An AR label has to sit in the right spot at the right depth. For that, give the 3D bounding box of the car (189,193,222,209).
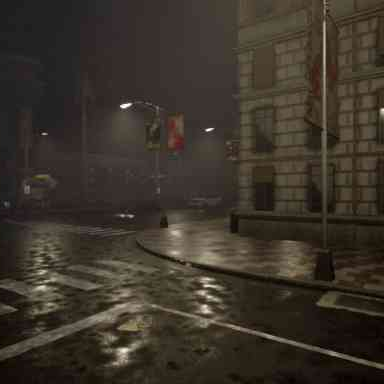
[{"bbox_3d":[1.961,1.223,45.120,2.150,2.045,5.566,0,0,37],"label":"car"}]

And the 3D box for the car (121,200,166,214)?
[{"bbox_3d":[-5.063,1.547,35.667,2.033,1.411,5.357,0,0,36],"label":"car"}]
